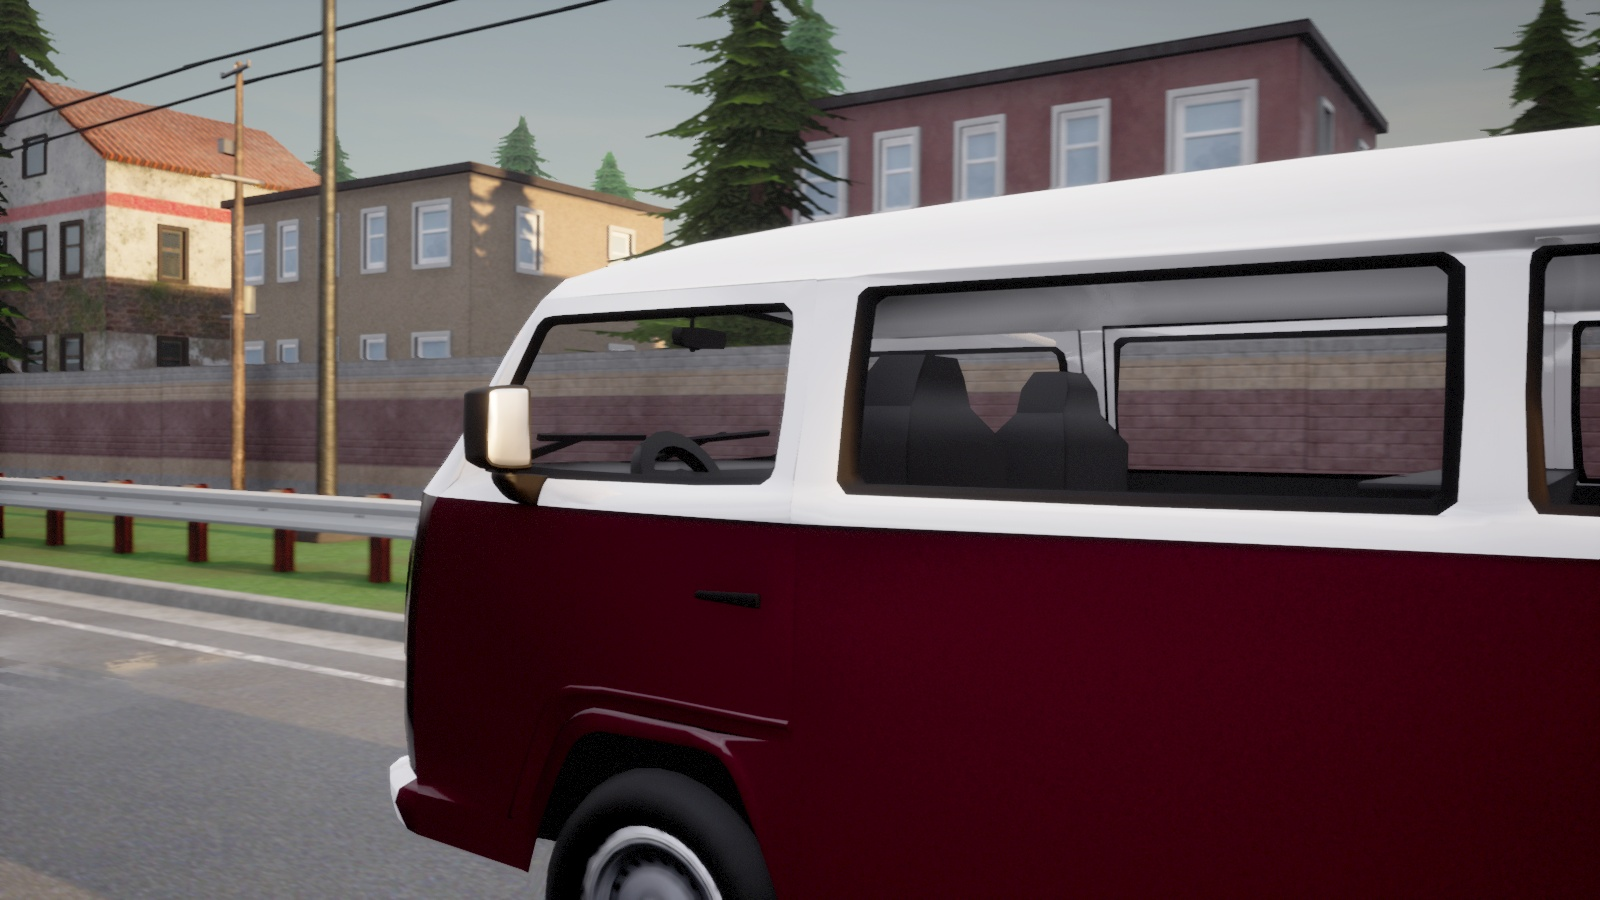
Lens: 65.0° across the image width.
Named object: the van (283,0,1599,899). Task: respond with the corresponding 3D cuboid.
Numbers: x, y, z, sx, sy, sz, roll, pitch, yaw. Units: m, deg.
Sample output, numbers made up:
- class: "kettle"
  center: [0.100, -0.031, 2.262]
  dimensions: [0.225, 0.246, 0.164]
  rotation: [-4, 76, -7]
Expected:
- class: "van"
  center: [1.108, 0.405, 2.882]
  dimensions: [4.480, 2.038, 2.069]
  rotation: [0, 1, 34]
